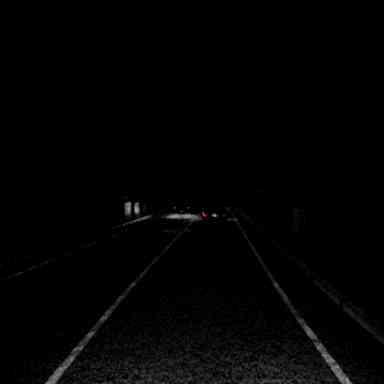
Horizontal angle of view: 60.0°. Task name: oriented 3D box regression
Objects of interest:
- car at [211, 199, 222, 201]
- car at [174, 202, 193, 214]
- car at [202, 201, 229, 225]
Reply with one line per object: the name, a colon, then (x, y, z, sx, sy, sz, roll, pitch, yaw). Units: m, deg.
car: (3.155, 1.660, 42.828, 2.128, 1.511, 4.902, 0, 0, 3)
car: (-0.935, 1.766, 37.665, 1.895, 1.301, 4.718, 0, 0, 5)
car: (1.746, 1.640, 24.933, 2.033, 1.411, 5.357, 0, 0, 5)
